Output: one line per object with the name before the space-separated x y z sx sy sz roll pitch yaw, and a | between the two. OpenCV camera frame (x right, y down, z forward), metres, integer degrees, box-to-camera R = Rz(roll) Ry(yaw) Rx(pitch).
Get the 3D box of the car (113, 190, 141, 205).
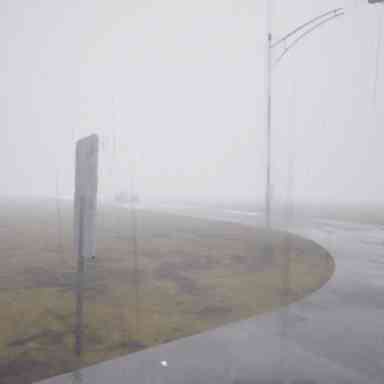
car | -8.101 0.602 41.674 2.097 1.767 4.553 2 0 -35
